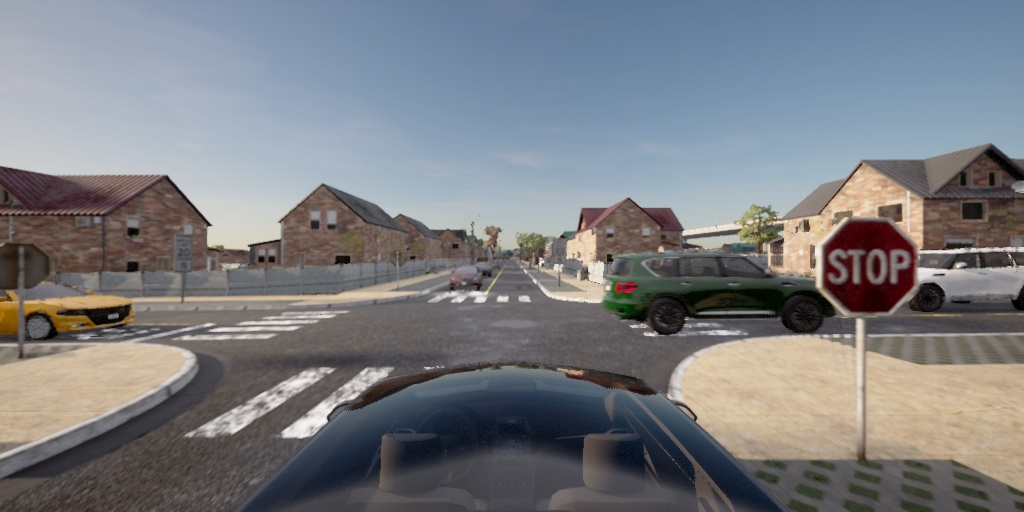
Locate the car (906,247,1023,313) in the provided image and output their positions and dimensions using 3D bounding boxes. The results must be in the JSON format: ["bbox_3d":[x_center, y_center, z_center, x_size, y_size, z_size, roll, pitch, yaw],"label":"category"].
[{"bbox_3d":[14.934,0.759,12.355,5.566,2.045,2.150,-1,0,1],"label":"car"}]

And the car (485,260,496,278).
[{"bbox_3d":[-2.935,1.313,35.550,1.882,1.535,5.008,0,1,0],"label":"car"}]

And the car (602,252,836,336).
[{"bbox_3d":[5.279,0.897,9.674,5.566,2.045,2.150,-1,0,1],"label":"car"}]

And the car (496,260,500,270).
[{"bbox_3d":[-2.907,1.382,57.287,2.128,1.511,4.902,0,0,0],"label":"car"}]

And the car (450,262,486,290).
[{"bbox_3d":[-2.868,1.330,23.222,1.812,1.442,4.674,0,0,-2],"label":"car"}]

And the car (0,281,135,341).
[{"bbox_3d":[-13.578,1.432,10.010,5.008,1.535,1.882,-1,0,1],"label":"car"}]
